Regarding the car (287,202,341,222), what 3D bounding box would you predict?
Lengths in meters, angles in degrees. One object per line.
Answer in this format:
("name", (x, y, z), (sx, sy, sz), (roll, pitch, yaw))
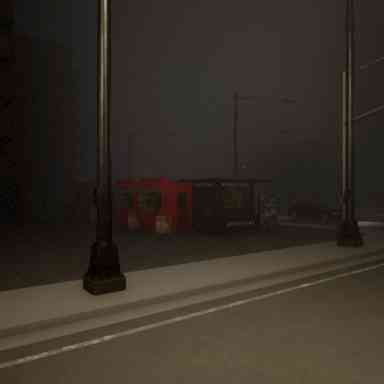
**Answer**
("car", (10.276, 1.615, 27.733), (1.837, 1.490, 4.892), (0, -1, -36))
